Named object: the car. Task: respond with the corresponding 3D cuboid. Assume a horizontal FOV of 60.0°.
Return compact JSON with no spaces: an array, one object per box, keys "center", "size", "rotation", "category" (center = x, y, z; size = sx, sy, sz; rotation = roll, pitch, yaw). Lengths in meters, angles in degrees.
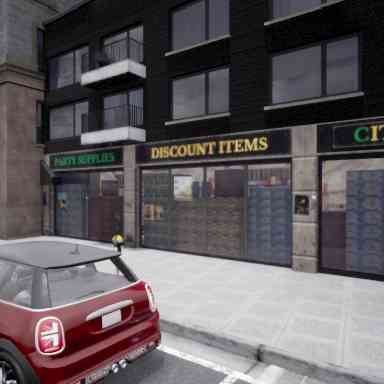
[{"center":[-2.475,1.441,4.844],"size":[4.097,1.590,1.967],"rotation":[0,0,36],"category":"car"}]
